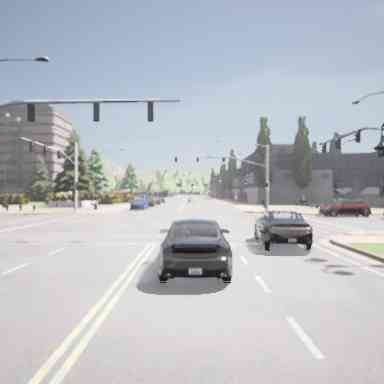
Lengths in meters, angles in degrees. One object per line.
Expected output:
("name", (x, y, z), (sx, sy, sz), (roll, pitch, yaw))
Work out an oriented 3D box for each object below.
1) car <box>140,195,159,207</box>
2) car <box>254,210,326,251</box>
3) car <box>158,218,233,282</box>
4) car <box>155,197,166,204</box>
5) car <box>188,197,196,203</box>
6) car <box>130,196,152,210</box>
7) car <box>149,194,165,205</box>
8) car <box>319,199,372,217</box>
("car", (-7.087, 1.693, 54.799), (1.882, 1.535, 5.008), (0, 0, 0))
("car", (3.838, 1.549, 14.463), (2.128, 1.511, 4.902), (0, 0, 5))
("car", (0.079, 1.543, 9.847), (1.837, 1.490, 4.892), (0, 0, 0))
("car", (-7.006, 1.844, 74.231), (1.994, 1.385, 4.181), (0, 0, 0))
("car", (-0.007, 1.847, 82.108), (1.812, 1.442, 4.674), (0, 0, 0))
("car", (-7.135, 1.655, 45.205), (1.882, 1.535, 5.008), (0, 0, 1))
("car", (-7.021, 1.745, 64.500), (2.128, 1.511, 4.902), (0, 0, 0))
("car", (14.645, 1.479, 32.050), (4.553, 1.767, 2.097), (0, 0, -1))
